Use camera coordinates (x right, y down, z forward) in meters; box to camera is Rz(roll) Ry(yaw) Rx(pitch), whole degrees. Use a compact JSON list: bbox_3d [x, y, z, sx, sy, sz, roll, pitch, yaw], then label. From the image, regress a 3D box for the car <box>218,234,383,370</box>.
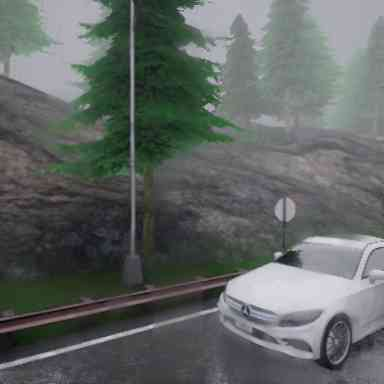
[{"bbox_3d":[2.588,1.519,5.824,4.674,1.442,1.812,0,0,-36],"label":"car"}]
